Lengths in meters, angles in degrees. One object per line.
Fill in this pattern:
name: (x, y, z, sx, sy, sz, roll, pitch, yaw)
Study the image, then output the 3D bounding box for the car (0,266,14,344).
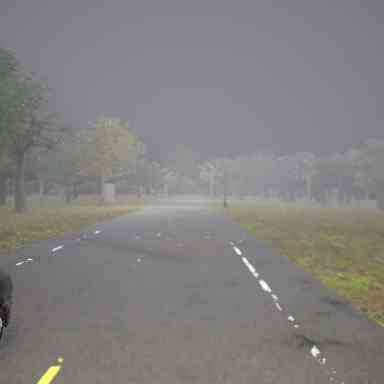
car: (-3.585, 1.478, 3.057, 1.837, 1.490, 4.892, 1, 0, 0)
